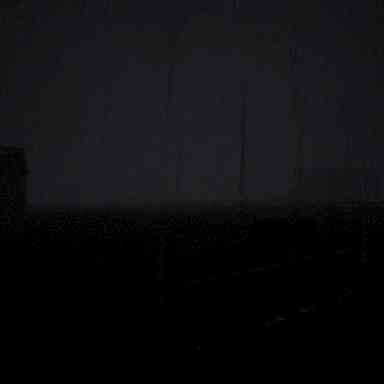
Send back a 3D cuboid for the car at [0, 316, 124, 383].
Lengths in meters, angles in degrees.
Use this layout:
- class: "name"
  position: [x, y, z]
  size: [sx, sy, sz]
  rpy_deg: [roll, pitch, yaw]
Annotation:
- class: "car"
  position: [-2.596, 1.504, 1.247]
  size: [4.902, 1.511, 2.128]
  rpy_deg: [-1, 0, -36]
